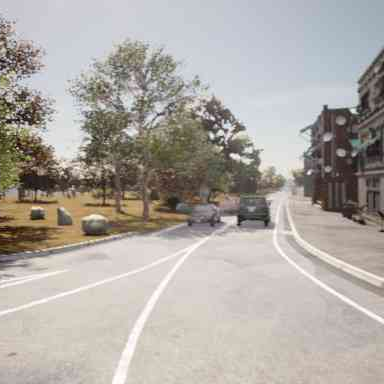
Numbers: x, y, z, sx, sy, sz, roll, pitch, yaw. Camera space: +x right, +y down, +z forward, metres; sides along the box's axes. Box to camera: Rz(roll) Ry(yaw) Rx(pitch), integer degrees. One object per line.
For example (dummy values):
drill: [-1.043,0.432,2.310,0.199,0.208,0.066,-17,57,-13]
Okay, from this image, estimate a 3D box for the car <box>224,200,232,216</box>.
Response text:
car: [3.517,1.598,33.791,1.812,1.442,4.674,0,0,15]

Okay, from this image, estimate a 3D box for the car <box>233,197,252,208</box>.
car: [7.393,1.507,47.928,2.033,1.411,5.357,0,0,16]

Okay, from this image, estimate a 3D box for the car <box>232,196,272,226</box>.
car: [4.580,1.290,24.393,2.150,2.045,5.566,0,0,15]

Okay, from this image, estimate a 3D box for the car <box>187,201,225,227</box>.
car: [0.937,1.600,24.209,1.812,1.442,4.674,-2,0,13]
